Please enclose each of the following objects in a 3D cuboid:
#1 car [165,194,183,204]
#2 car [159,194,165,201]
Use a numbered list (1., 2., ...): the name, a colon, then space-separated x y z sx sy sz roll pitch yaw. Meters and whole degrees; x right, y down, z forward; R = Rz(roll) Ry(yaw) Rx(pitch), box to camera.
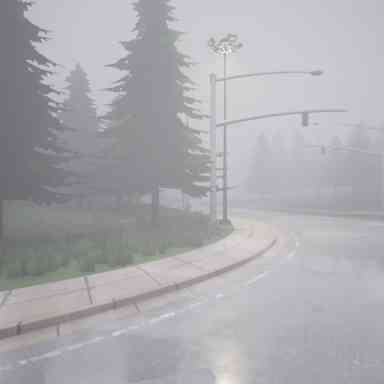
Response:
1. car: -3.165 1.533 65.415 2.033 1.411 5.357 0 0 -21
2. car: -7.033 1.171 75.158 2.150 2.045 5.566 0 0 -21
